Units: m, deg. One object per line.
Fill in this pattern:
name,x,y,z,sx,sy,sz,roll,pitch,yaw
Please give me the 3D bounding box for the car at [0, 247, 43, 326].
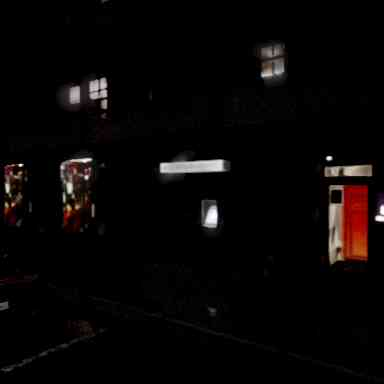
car,-4.586,1.533,6.141,4.507,1.381,1.887,0,0,36
